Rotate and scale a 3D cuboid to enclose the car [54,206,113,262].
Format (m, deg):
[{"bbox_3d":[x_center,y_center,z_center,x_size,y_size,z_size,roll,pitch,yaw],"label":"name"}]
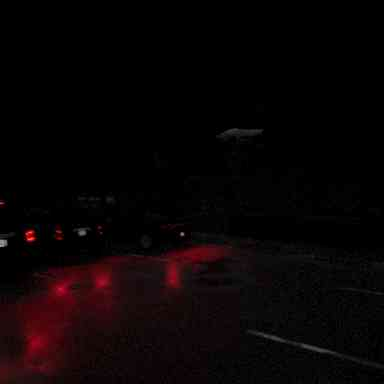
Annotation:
[{"bbox_3d":[-5.278,1.344,11.999,4.553,1.767,2.097,0,0,36],"label":"car"}]

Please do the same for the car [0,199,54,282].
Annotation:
[{"bbox_3d":[-6.207,1.207,8.396,5.566,2.045,2.150,-1,-1,33],"label":"car"}]

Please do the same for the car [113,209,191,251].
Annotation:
[{"bbox_3d":[-2.389,1.469,14.240,5.008,1.535,1.882,0,0,36],"label":"car"}]
